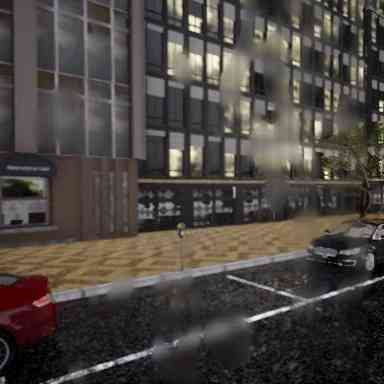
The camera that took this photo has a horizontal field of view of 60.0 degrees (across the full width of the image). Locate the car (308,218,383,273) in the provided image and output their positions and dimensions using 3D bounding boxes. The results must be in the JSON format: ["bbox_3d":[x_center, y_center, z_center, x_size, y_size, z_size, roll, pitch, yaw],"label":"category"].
[{"bbox_3d":[5.444,1.536,10.464,4.403,1.369,2.008,0,0,-36],"label":"car"}]

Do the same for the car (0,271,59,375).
[{"bbox_3d":[-3.804,1.585,3.853,4.206,1.307,1.802,0,0,-36],"label":"car"}]
